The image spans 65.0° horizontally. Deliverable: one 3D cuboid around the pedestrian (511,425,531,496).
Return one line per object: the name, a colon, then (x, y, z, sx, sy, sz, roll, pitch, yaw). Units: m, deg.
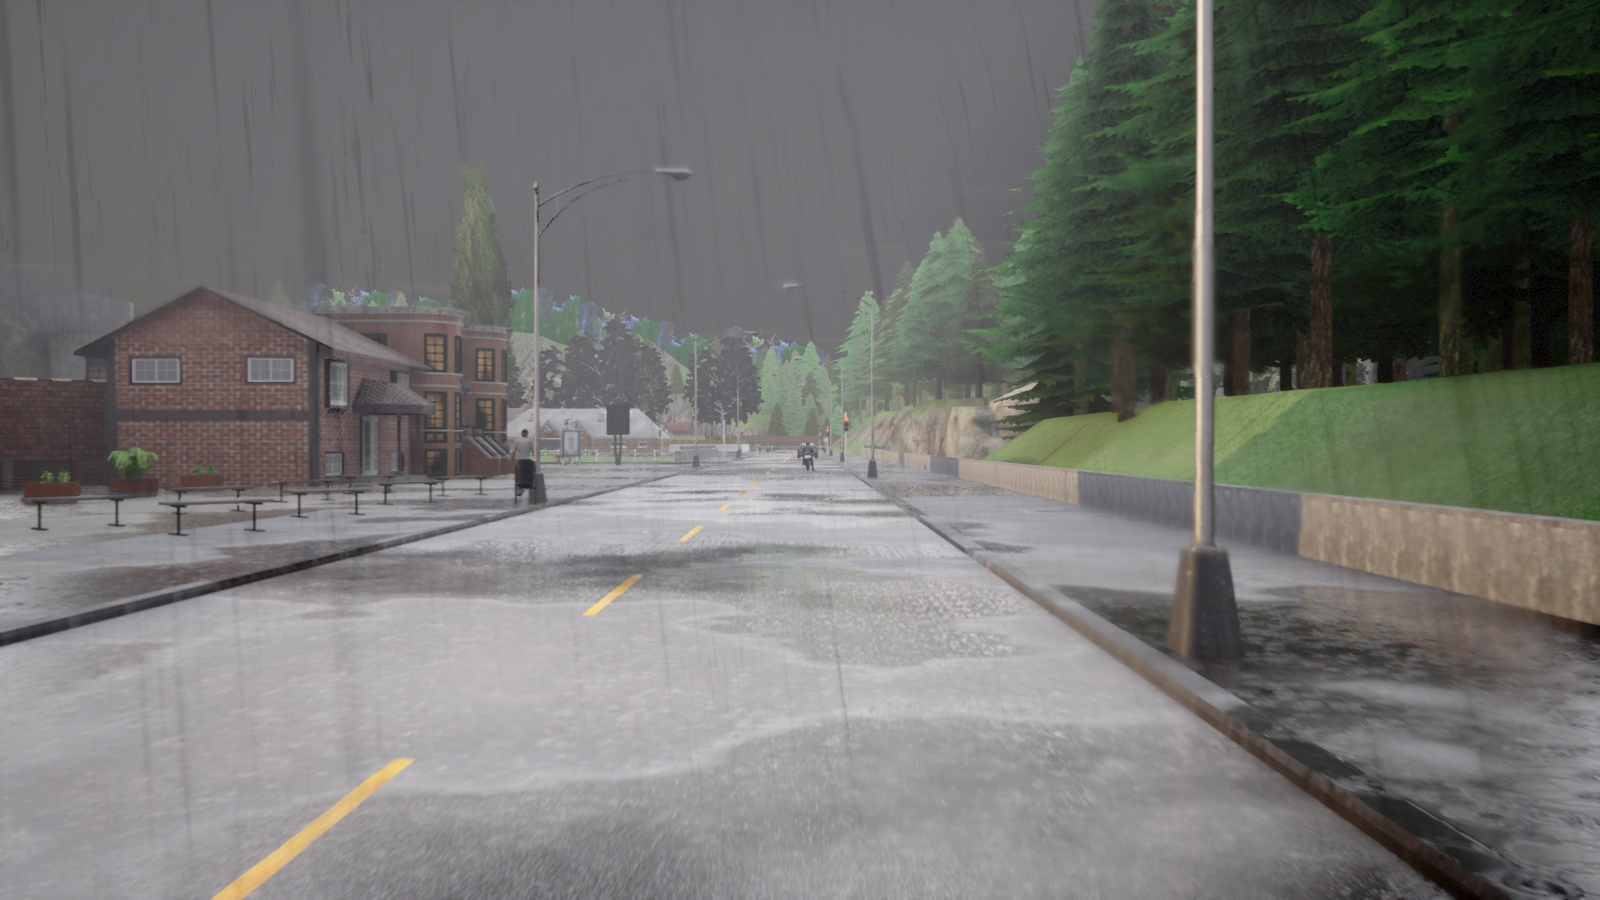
pedestrian: (-7.295, 0.265, 32.864, 0.354, 1.836, 0.706, 0, 0, 1)
